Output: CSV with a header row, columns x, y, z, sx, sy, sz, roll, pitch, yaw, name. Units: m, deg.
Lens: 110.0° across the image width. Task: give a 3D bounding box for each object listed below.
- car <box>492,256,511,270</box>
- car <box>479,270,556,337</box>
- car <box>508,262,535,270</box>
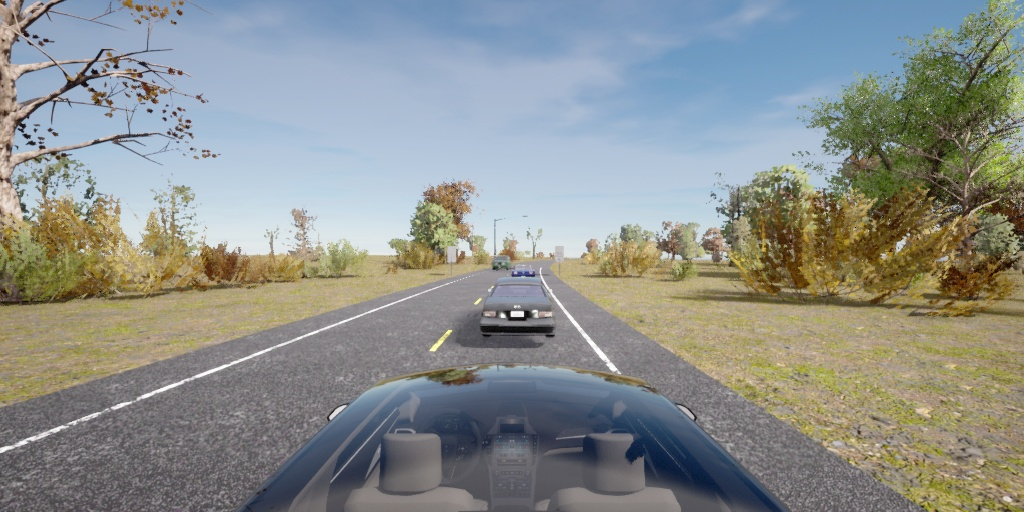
x,y,z,sx,sy,sz,roll,pitch,yaw,name
-1.404,0.970,49.705,2.150,2.045,5.566,0,0,5,car
0.212,1.299,10.241,2.033,1.411,5.357,0,0,2,car
0.954,1.353,29.911,1.895,1.301,4.718,0,0,2,car
